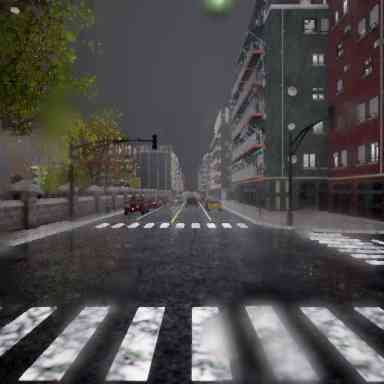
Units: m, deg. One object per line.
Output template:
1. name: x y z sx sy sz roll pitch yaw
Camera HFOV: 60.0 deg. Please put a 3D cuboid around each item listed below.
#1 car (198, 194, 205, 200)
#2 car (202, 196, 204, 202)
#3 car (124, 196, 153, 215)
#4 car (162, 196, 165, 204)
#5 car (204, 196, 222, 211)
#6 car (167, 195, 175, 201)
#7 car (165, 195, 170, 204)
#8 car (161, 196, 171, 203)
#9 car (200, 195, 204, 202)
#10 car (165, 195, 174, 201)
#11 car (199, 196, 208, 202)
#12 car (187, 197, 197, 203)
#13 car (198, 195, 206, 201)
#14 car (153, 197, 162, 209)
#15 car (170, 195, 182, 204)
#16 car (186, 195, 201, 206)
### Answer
1. car: 2.686 1.496 95.419 1.967 1.590 4.097 0 0 0
2. car: 2.687 1.554 45.603 1.887 1.381 4.507 0 0 0
3. car: -5.694 1.317 34.532 2.192 1.841 5.009 0 0 0
4. car: -5.693 1.558 51.138 1.887 1.381 4.507 0 0 0
5. car: 2.687 1.531 40.238 1.752 1.417 4.829 0 0 0
6. car: -5.693 1.600 89.884 2.008 1.369 4.403 0 0 0
7. car: -5.693 1.603 62.208 1.802 1.307 4.206 0 0 0
8. car: -5.693 1.613 73.279 1.802 1.307 4.206 0 0 0
9. car: 2.687 1.564 51.138 2.008 1.369 4.403 0 0 0
10. car: -5.693 1.568 84.179 1.752 1.417 4.829 0 0 0
11. car: 2.687 1.582 78.814 1.887 1.381 4.507 0 0 0
12. car: 0.000 1.645 69.472 1.895 1.301 4.718 0 0 0
13. car: 2.687 1.615 89.885 1.947 1.339 4.313 0 0 0
14. car: -5.694 1.449 45.602 1.967 1.590 4.097 0 0 0
15. car: -3.000 1.545 64.441 2.128 1.511 4.902 0 0 0
16. car: 0.000 1.501 54.442 1.882 1.535 5.008 0 0 0
